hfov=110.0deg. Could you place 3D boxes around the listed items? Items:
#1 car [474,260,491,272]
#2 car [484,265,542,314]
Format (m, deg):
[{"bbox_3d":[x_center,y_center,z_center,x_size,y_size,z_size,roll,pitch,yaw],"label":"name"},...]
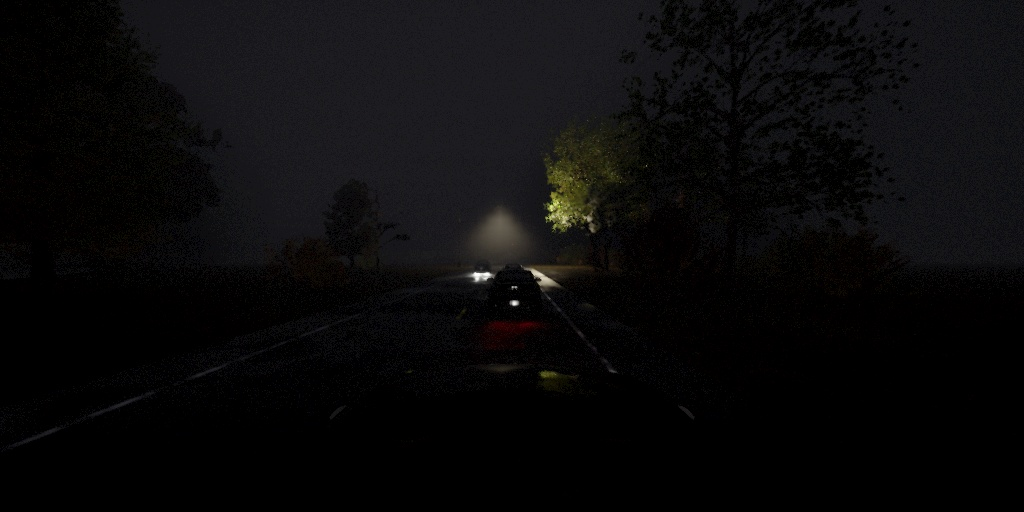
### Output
[{"bbox_3d":[-3.579,1.211,44.171,2.128,1.511,4.902,0,0,0],"label":"car"},{"bbox_3d":[0.090,1.254,13.864,1.837,1.490,4.892,0,0,0],"label":"car"}]
